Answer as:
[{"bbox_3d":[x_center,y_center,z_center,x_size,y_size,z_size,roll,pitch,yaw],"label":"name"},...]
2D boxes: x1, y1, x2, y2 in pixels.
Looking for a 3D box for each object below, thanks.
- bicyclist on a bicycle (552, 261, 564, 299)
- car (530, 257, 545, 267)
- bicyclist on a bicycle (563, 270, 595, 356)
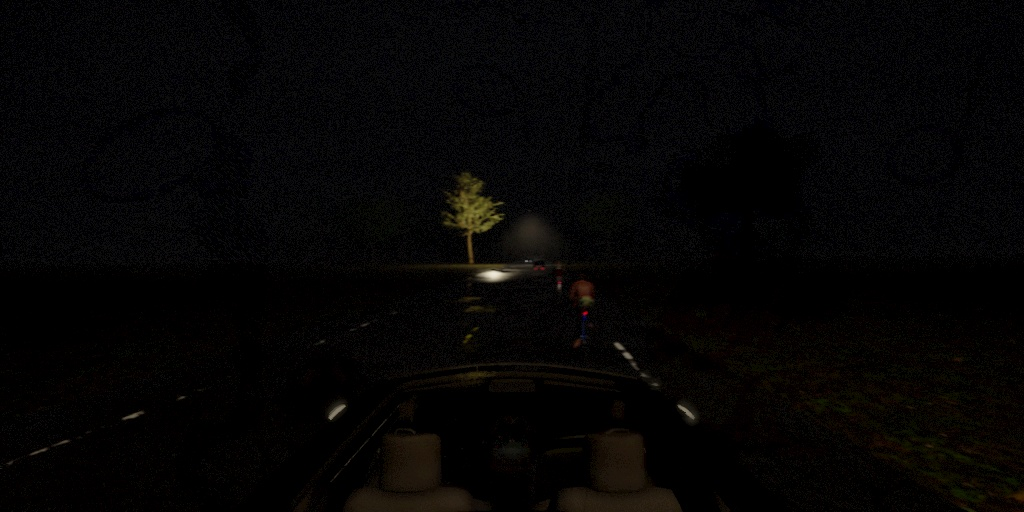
[{"bbox_3d":[2.205,1.113,16.967,0.659,1.776,1.843,-1,0,4],"label":"bicyclist on a bicycle"},{"bbox_3d":[4.655,1.111,61.770,2.128,1.511,4.902,-1,0,4],"label":"car"},{"bbox_3d":[1.518,1.190,7.657,0.582,1.620,1.656,-1,0,4],"label":"bicyclist on a bicycle"}]
